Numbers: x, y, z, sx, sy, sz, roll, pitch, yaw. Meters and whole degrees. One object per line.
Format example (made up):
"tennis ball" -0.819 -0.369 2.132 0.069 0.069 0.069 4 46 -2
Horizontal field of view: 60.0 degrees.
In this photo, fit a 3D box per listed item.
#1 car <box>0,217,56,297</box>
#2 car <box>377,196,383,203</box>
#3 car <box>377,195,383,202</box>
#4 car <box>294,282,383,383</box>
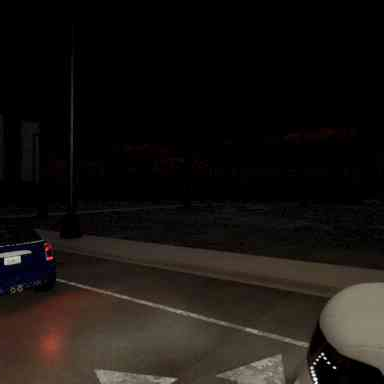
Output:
"car" -5.214 1.351 7.717 4.553 1.767 2.097 0 0 36
"car" 39.896 1.528 67.921 2.038 1.542 4.974 1 1 6
"car" 39.903 1.370 67.970 1.853 1.218 4.536 1 1 6
"car" 3.386 1.212 1.569 5.566 2.045 2.150 0 0 36
